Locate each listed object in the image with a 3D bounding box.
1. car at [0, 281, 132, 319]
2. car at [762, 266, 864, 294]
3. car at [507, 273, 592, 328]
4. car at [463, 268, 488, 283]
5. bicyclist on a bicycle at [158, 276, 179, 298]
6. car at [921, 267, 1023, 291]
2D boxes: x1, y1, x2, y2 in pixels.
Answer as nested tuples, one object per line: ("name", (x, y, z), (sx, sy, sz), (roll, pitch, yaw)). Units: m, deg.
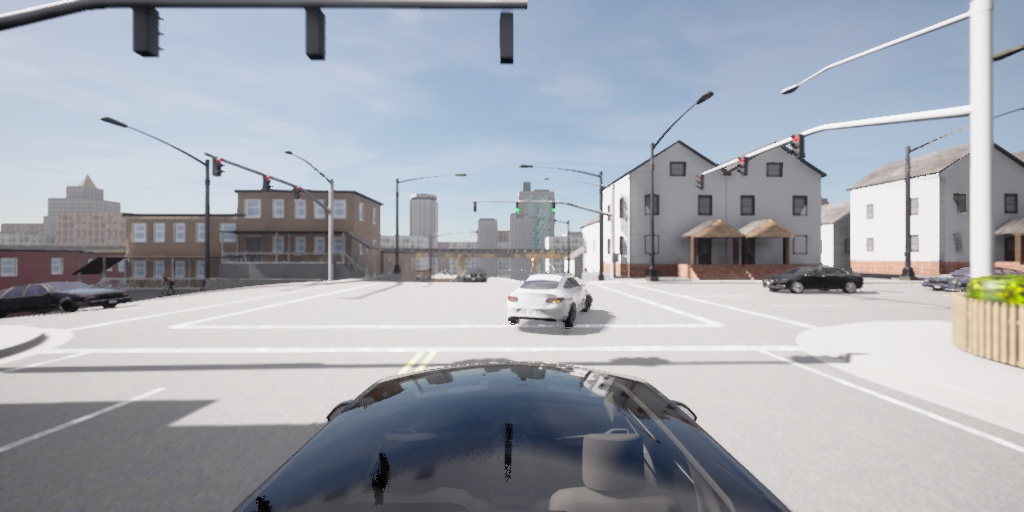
("car", (-20.337, 1.850, 15.851), (5.357, 1.411, 2.033), (-5, 0, -1))
("car", (16.730, 1.296, 20.064), (4.892, 1.490, 1.837), (0, 0, -1))
("car", (1.295, 1.281, 11.492), (1.812, 1.442, 4.674), (0, 0, 20))
("car", (-3.624, 2.238, 36.443), (2.150, 2.045, 5.566), (0, -9, 0))
("bicyclist on a bicycle", (-25.649, 2.268, 26.726), (0.582, 1.620, 1.656), (-8, 0, 0))
("car", (26.583, 1.339, 20.196), (5.357, 1.411, 2.033), (0, 0, -1))
